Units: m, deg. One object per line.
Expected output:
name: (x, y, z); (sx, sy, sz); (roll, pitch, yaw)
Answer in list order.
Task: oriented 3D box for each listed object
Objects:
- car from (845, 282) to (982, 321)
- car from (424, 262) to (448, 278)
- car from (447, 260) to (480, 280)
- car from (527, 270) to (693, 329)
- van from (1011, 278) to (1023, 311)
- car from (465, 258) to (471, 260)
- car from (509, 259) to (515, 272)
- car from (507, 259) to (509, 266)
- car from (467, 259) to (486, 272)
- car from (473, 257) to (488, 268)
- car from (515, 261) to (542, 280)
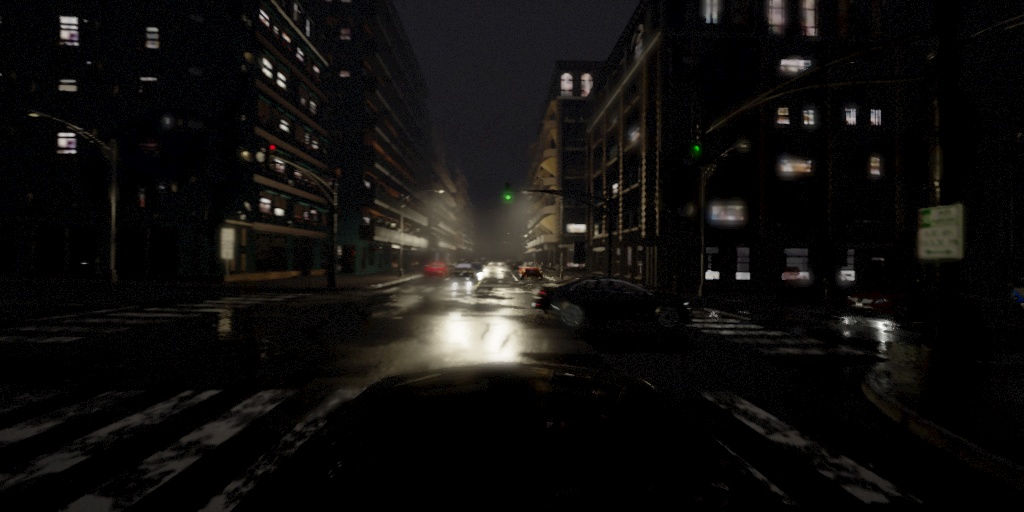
car: (16.861, 1.835, 15.115); (4.674, 1.442, 1.812); (2, -1, -3)
car: (-6.989, 1.301, 33.426); (1.888, 1.381, 4.507); (0, 0, -2)
car: (-4.234, 1.342, 31.798); (1.994, 1.385, 4.181); (1, 0, -2)
car: (3.111, 1.390, 11.389); (4.902, 1.511, 2.128); (2, -1, -3)
van: (28.031, 1.997, 18.206); (3.998, 1.789, 1.690); (0, 0, -3)
car: (-7.668, 1.372, 54.848); (1.948, 1.339, 4.313); (0, 0, -2)
car: (0.910, 1.439, 49.488); (1.948, 1.339, 4.313); (0, 0, -2)
car: (0.503, 1.445, 60.809); (1.888, 1.381, 4.507); (0, 0, -2)
car: (-4.760, 1.413, 46.772); (1.895, 1.301, 4.718); (1, 0, -2)
car: (-5.276, 1.183, 63.373); (2.128, 1.511, 4.902); (1, 0, -2)
car: (1.632, 1.276, 32.513); (1.967, 1.591, 4.097); (0, 0, -2)
